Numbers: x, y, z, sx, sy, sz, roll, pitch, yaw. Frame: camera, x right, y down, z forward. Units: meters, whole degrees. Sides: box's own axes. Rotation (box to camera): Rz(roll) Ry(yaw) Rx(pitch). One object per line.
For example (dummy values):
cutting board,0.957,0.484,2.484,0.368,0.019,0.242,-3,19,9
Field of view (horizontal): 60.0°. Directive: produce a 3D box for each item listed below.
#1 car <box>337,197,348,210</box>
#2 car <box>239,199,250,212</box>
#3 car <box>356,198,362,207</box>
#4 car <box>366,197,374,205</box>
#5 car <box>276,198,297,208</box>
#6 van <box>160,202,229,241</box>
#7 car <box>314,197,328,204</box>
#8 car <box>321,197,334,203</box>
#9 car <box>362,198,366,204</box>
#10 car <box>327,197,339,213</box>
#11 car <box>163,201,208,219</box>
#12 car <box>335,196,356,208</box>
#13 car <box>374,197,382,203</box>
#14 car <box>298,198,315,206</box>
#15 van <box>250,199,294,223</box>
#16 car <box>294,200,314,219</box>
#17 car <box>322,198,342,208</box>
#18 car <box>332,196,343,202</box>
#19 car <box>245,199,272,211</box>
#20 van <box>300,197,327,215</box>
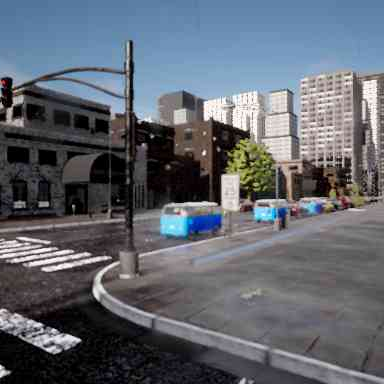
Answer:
car,19.080,1.785,44.636,1.947,1.339,4.313,0,0,35
car,5.894,1.609,40.406,1.967,1.590,4.097,0,0,35
car,25.410,1.572,53.688,2.192,1.841,5.009,0,0,35
car,34.904,1.866,67.260,1.887,1.381,4.507,0,0,35
car,15.388,1.769,53.979,1.887,1.381,4.507,0,0,35
van,0.091,1.462,17.488,1.690,1.788,3.998,0,0,35
car,27.949,1.832,71.938,1.752,1.417,4.829,0,0,35
car,31.212,1.895,76.603,1.947,1.339,4.313,0,0,35
car,28.672,1.804,58.350,1.752,1.417,4.829,0,0,35
car,16.013,1.727,40.251,1.752,1.417,4.829,0,0,35
car,-0.534,1.661,31.216,1.752,1.417,4.829,0,0,35
car,22.245,1.553,49.163,2.192,1.841,5.009,0,0,35
car,44.399,1.955,80.834,1.947,1.339,4.313,0,0,35
car,21.718,1.809,63.028,1.887,1.381,4.507,0,0,35
van,6.421,1.491,26.538,1.690,1.788,3.998,0,0,35
car,9.585,1.711,31.061,1.887,1.381,4.507,0,0,35
car,23.278,1.800,55.148,2.033,1.411,5.357,0,0,35
car,37.541,1.816,85.652,1.967,1.590,4.097,0,0,35
car,9.058,1.732,44.930,1.887,1.381,4.507,0,0,35
van,12.751,1.524,35.587,1.690,1.788,3.998,0,0,35
